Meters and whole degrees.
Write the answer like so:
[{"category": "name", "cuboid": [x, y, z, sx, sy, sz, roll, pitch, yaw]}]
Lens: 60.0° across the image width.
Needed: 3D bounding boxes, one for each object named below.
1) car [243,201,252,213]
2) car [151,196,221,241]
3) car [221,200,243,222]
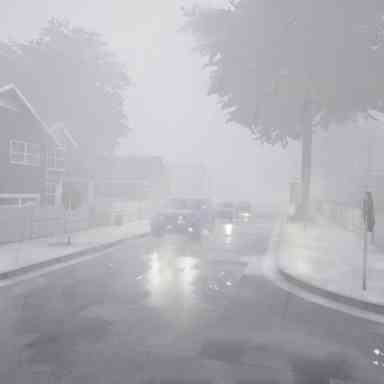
[{"category": "car", "cuboid": [5.933, 1.696, 39.067, 1.994, 1.385, 4.181, 1, 0, 15]}, {"category": "car", "cuboid": [-0.238, 1.237, 17.363, 2.150, 2.045, 5.566, 1, 0, 16]}, {"category": "car", "cuboid": [2.715, 1.548, 27.761, 1.882, 1.535, 5.008, 1, 0, 16]}]
